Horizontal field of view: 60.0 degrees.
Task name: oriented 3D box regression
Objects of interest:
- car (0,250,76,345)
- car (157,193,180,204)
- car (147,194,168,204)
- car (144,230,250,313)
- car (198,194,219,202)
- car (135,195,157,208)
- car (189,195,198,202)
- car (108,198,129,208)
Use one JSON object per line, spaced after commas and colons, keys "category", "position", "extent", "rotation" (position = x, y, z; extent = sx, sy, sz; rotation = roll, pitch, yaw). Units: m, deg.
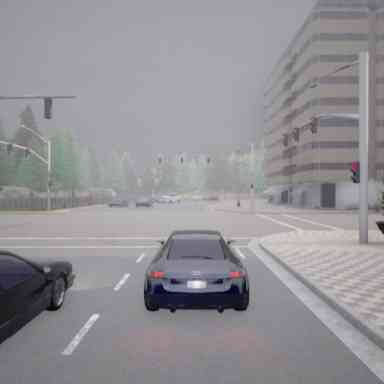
{"category": "car", "position": [-3.428, 1.545, 4.694], "extent": [2.033, 1.411, 5.357], "rotation": [0, 0, 0]}
{"category": "car", "position": [-4.112, 1.188, 62.226], "extent": [2.150, 2.045, 5.566], "rotation": [0, 0, 22]}
{"category": "car", "position": [-6.655, 1.314, 65.144], "extent": [2.097, 1.767, 4.553], "rotation": [0, 0, 23]}
{"category": "car", "position": [0.090, 1.560, 7.729], "extent": [1.994, 1.385, 4.181], "rotation": [0, 0, 0]}
{"category": "car", "position": [4.103, 1.312, 75.448], "extent": [2.097, 1.767, 4.553], "rotation": [0, 0, 42]}
{"category": "car", "position": [-6.778, 1.451, 47.584], "extent": [1.882, 1.535, 5.008], "rotation": [0, 0, 3]}
{"category": "car", "position": [1.344, 1.480, 77.622], "extent": [1.812, 1.442, 4.674], "rotation": [0, 0, 42]}
{"category": "car", "position": [-10.354, 1.520, 47.221], "extent": [2.033, 1.411, 5.357], "rotation": [0, 0, 2]}
